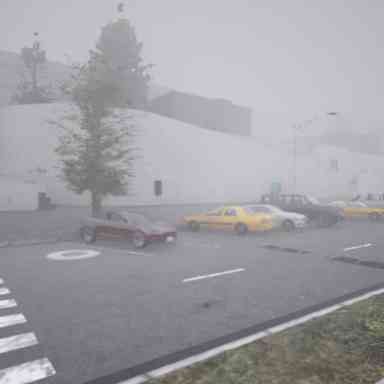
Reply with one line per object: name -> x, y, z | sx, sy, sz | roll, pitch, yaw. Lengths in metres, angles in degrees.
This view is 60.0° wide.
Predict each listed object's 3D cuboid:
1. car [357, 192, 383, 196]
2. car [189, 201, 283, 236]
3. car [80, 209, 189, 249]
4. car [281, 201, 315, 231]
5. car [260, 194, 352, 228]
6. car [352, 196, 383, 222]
car -> 14.204, 1.051, 26.789 | 5.566, 2.045, 2.435 | -1, 0, 34
car -> 1.864, 1.442, 18.136 | 5.366, 1.575, 1.946 | -1, 0, 34
car -> -2.838, 1.502, 14.529 | 4.792, 1.488, 2.163 | -1, -1, 34
car -> 4.461, 1.463, 19.789 | 4.674, 1.452, 2.002 | -1, -1, 34
car -> 6.930, 1.151, 21.522 | 5.566, 2.045, 2.435 | -1, -1, 34
car -> 11.942, 1.333, 24.925 | 5.366, 1.575, 1.946 | -1, -1, 34
